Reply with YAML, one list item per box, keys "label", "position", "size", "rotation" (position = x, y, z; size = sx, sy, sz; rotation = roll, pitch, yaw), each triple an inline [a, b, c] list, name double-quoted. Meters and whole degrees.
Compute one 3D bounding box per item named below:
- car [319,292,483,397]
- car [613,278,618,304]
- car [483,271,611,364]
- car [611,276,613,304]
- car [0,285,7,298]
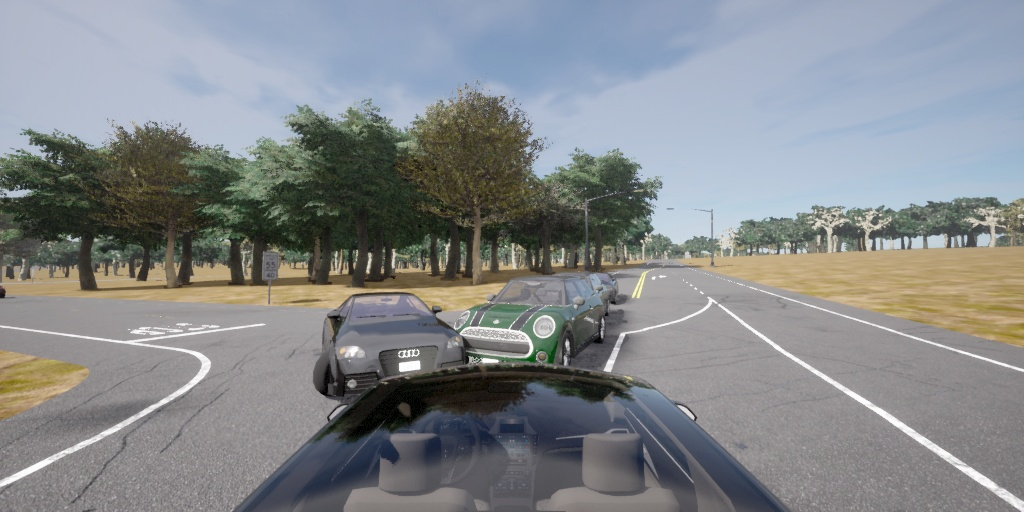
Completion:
- label: "car"
  position: [-2.355, 1.376, 6.625]
  size: [1.994, 1.385, 4.181]
  rotation: [1, -2, -29]
- label: "car"
  position: [4.217, 1.509, 17.870]
  size: [1.994, 1.385, 4.181]
  rotation: [-1, 0, 19]
- label: "car"
  position: [0.617, 1.218, 7.830]
  size: [2.097, 1.767, 4.553]
  rotation: [-1, -2, 26]
- label: "car"
  position: [2.023, 1.344, 12.143]
  size: [2.097, 1.767, 4.553]
  rotation: [-1, -1, 21]
- label: "car"
  position: [-40.861, 2.562, 27.387]
  size: [4.181, 1.385, 1.994]
  rotation: [-2, -3, 22]
